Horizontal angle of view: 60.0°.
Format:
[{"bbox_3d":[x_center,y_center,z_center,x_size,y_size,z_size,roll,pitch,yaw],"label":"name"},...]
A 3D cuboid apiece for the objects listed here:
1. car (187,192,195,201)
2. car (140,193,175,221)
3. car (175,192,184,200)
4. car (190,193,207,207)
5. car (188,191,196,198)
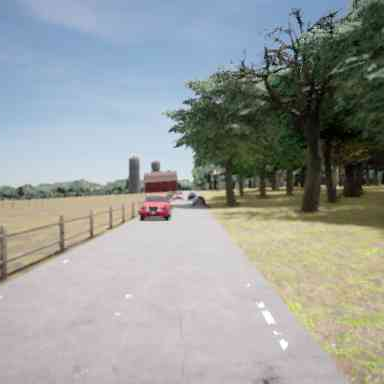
[{"bbox_3d":[0.041,0.934,65.815,1.837,1.490,4.892,0,1,0],"label":"car"},{"bbox_3d":[-2.832,1.158,27.062,2.150,2.045,5.566,0,1,0],"label":"car"},{"bbox_3d":[-2.710,0.744,67.827,2.097,1.767,4.553,0,1,0],"label":"car"},{"bbox_3d":[0.991,1.241,46.636,1.812,1.442,4.674,0,1,0],"label":"car"},{"bbox_3d":[0.051,0.640,81.219,1.812,1.442,4.674,0,1,0],"label":"car"}]
